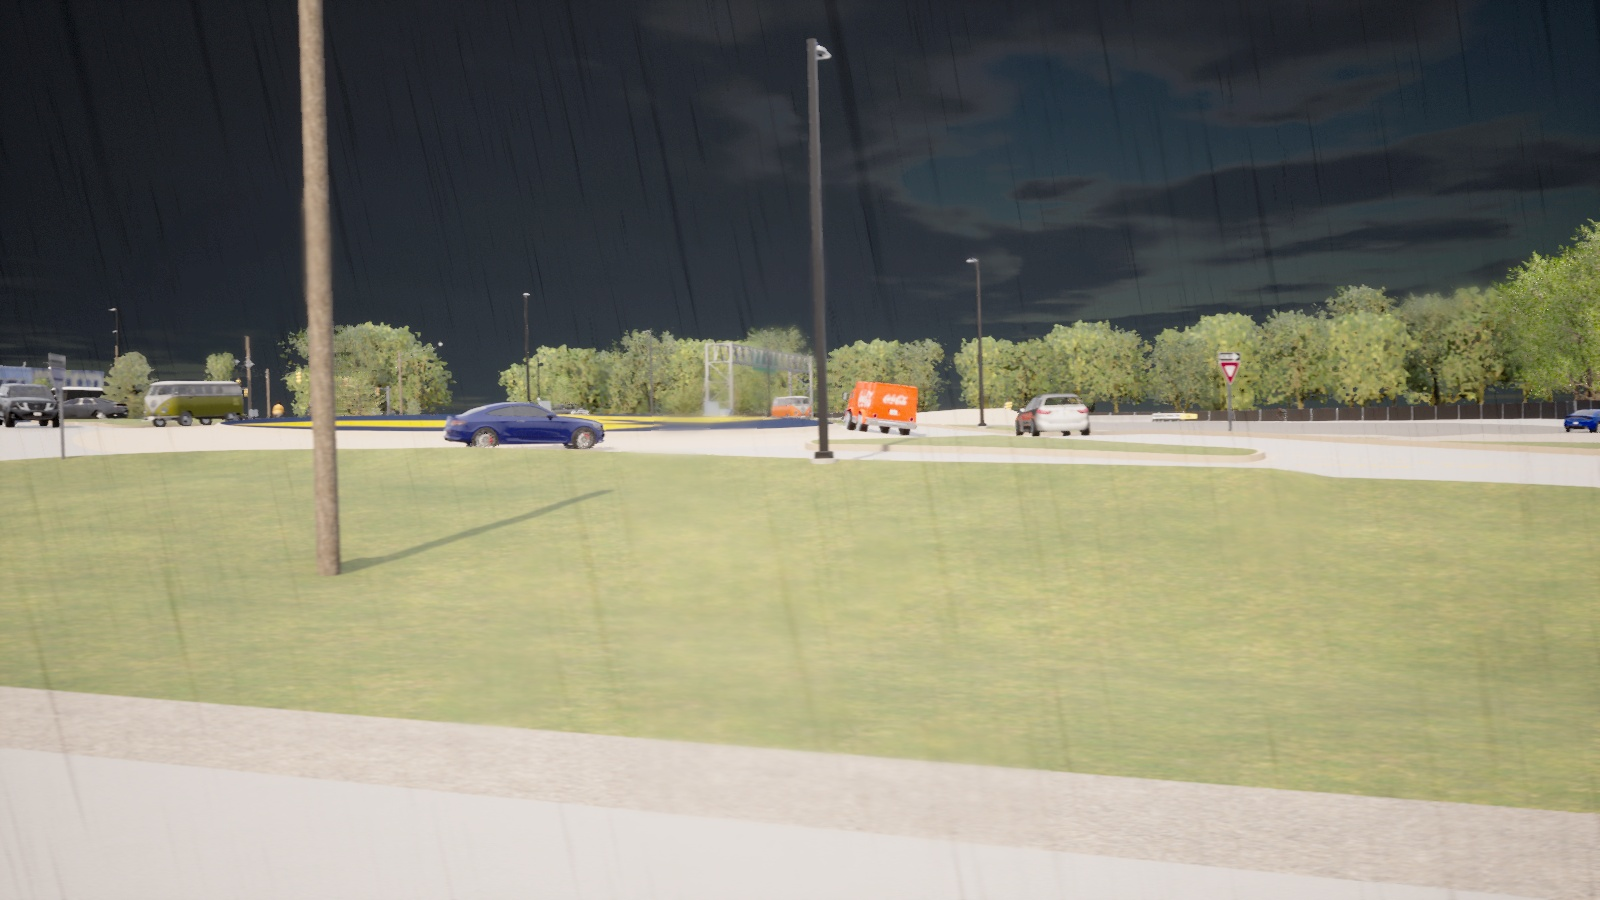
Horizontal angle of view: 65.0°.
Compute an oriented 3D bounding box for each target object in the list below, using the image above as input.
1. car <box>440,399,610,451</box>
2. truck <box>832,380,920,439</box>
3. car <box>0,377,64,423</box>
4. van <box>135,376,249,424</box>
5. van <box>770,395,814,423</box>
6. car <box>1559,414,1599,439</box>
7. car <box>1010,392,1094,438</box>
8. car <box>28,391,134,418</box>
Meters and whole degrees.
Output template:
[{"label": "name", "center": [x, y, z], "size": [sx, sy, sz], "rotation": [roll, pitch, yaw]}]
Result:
[{"label": "car", "center": [-8.121, -0.758, 37.121], "size": [4.674, 1.442, 1.812], "rotation": [-1, 3, -22]}, {"label": "truck", "center": [3.672, -2.037, 62.021], "size": [2.627, 2.467, 5.204], "rotation": [6, 2, -14]}, {"label": "car", "center": [-36.379, -2.375, 59.055], "size": [2.150, 2.045, 5.566], "rotation": [0, 3, -40]}, {"label": "van", "center": [-26.670, -2.238, 55.240], "size": [1.775, 1.987, 4.442], "rotation": [-1, 3, 20]}, {"label": "van", "center": [-0.615, -3.037, 94.259], "size": [1.775, 1.987, 4.442], "rotation": [0, 1, -22]}, {"label": "car", "center": [51.604, -1.508, 81.674], "size": [5.008, 1.535, 1.882], "rotation": [0, 3, -34]}, {"label": "car", "center": [9.913, -1.353, 49.753], "size": [2.242, 1.667, 4.611], "rotation": [-1, 1, -2]}, {"label": "car", "center": [-41.947, -2.652, 73.333], "size": [4.902, 1.511, 2.128], "rotation": [0, 1, -3]}]
